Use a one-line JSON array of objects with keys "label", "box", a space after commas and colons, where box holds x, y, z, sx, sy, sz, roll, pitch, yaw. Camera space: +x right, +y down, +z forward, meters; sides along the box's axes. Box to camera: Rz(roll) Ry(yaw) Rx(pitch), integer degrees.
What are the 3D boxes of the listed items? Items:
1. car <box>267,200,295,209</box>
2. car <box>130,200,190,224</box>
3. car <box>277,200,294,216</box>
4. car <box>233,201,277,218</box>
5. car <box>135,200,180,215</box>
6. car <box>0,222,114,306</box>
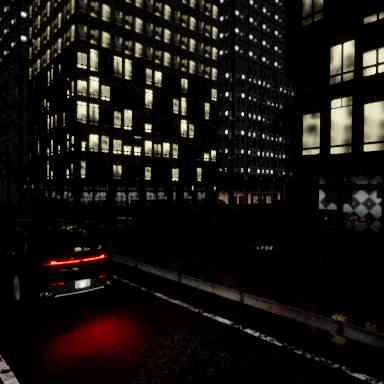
[{"label": "car", "box": [13.684, 1.880, 51.113, 4.313, 1.339, 1.947, 1, 0, -40]}, {"label": "car", "box": [-2.506, 1.522, 26.564, 5.009, 1.841, 2.192, 1, 0, -40]}, {"label": "car", "box": [10.446, 1.935, 37.449, 4.206, 1.307, 1.802, 1, 0, -40]}, {"label": "car", "box": [6.258, 1.831, 33.929, 4.829, 1.417, 1.752, 1, 0, -40]}, {"label": "car", "box": [-3.713, 1.646, 36.497, 4.829, 1.417, 1.752, 1, 0, -40]}, {"label": "car", "box": [-3.673, 1.500, 8.173, 1.837, 1.490, 4.892, 0, 0, -41]}]
